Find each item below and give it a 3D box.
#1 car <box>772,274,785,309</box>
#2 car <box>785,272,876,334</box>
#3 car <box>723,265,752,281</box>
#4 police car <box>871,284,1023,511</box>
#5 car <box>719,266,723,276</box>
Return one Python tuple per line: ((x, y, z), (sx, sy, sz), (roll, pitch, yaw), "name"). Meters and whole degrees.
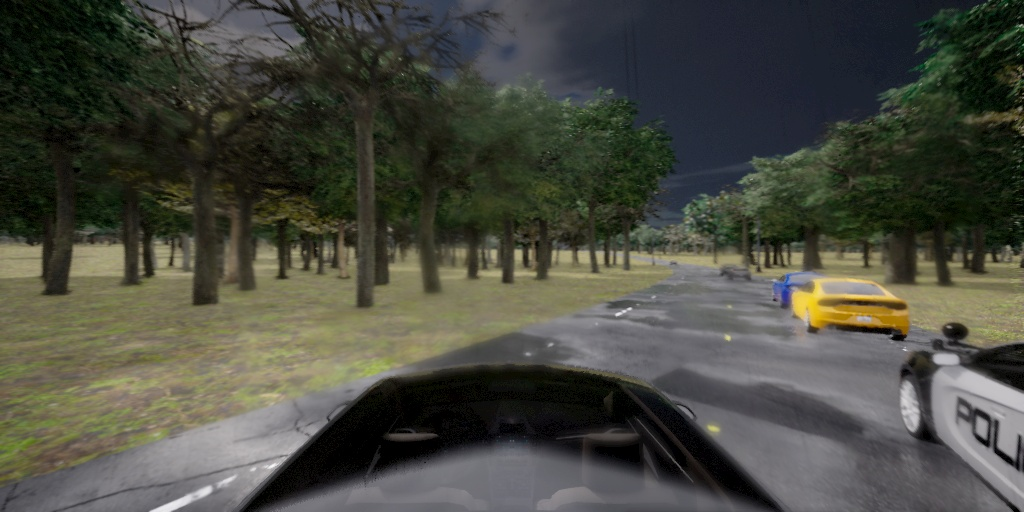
((12.902, 1.472, 15.946), (1.882, 1.535, 5.008), (0, -1, 31), "car")
((9.789, 1.401, 10.769), (1.882, 1.535, 5.008), (0, -1, 31), "car")
((23.582, 1.743, 37.297), (2.128, 1.511, 4.902), (0, -1, 27), "car")
((4.493, 1.221, 2.336), (1.930, 1.638, 5.238), (0, -1, 33), "police car")
((28.113, 1.849, 46.458), (1.837, 1.490, 4.892), (0, 0, 25), "car")
